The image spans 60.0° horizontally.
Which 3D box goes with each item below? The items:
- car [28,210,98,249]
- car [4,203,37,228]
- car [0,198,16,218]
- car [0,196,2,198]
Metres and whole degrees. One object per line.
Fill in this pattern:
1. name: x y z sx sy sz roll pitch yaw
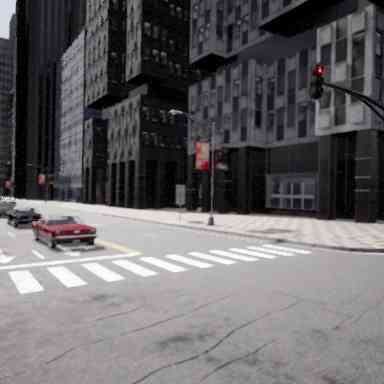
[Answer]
1. car: -6.057 1.731 15.577 1.895 1.301 4.718 1 -1 -36
2. car: -11.924 1.736 23.802 1.895 1.301 4.718 1 -1 -35
3. car: -17.831 1.625 32.118 1.837 1.490 4.892 1 0 -35
4. car: -26.633 1.416 44.643 2.150 2.045 5.566 1 -1 -35
